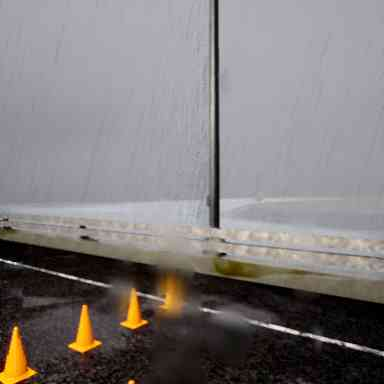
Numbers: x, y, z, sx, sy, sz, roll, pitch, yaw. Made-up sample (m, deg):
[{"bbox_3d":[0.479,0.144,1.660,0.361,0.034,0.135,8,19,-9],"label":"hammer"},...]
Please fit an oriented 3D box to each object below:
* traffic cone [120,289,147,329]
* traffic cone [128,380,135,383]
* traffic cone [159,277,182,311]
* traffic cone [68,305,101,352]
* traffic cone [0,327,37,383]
[{"bbox_3d":[-1.000,1.968,5.721,0.340,0.580,0.340,0,0,36],"label":"traffic cone"},{"bbox_3d":[-0.534,1.962,2.932,0.340,0.580,0.340,0,0,36],"label":"traffic cone"},{"bbox_3d":[-0.419,1.969,6.534,0.340,0.580,0.340,0,0,36],"label":"traffic cone"},{"bbox_3d":[-1.581,1.967,4.907,0.340,0.580,0.340,0,0,36],"label":"traffic cone"},{"bbox_3d":[-2.162,1.966,4.093,0.340,0.580,0.340,0,0,36],"label":"traffic cone"}]
